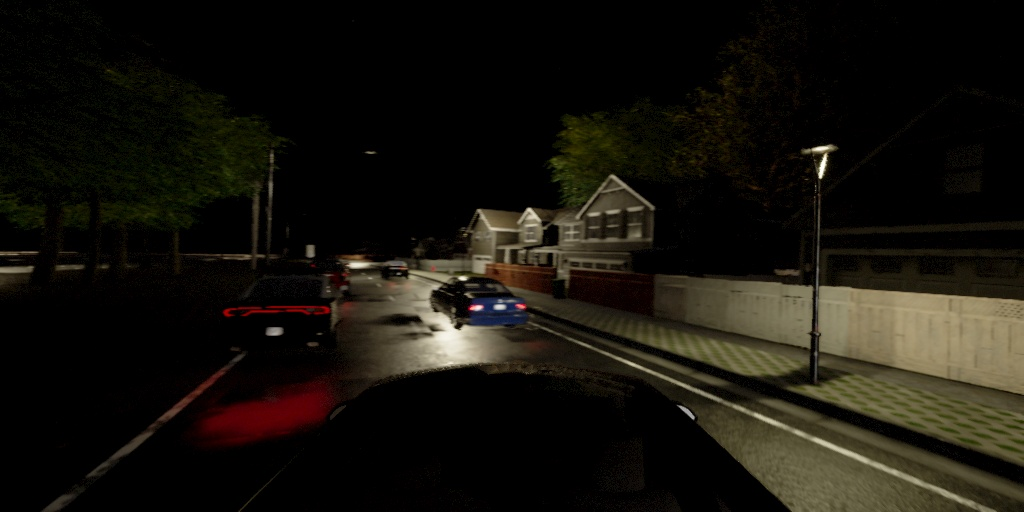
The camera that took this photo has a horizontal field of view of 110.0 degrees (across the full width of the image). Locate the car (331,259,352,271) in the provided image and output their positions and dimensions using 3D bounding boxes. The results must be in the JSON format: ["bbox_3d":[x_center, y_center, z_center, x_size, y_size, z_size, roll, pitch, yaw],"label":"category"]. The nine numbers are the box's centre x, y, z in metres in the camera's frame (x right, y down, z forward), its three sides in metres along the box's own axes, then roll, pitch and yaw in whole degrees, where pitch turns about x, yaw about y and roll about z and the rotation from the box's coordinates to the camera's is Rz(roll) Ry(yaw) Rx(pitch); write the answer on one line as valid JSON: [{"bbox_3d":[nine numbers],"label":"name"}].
[{"bbox_3d":[-20.072,1.033,42.145,1.895,1.301,4.718,2,0,-28],"label":"car"}]

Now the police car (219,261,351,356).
[{"bbox_3d":[-5.088,1.083,8.573,1.930,1.638,5.238,2,-1,-23],"label":"police car"}]

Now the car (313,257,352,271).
[{"bbox_3d":[-9.054,0.960,17.621,2.097,1.767,4.553,2,0,-24],"label":"car"}]

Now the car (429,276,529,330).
[{"bbox_3d":[-1.300,1.344,11.463,2.033,1.411,5.357,2,-1,-23],"label":"car"}]

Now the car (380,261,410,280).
[{"bbox_3d":[-9.846,1.157,30.052,2.128,1.511,4.902,2,0,-26],"label":"car"}]

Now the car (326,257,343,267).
[{"bbox_3d":[-26.936,0.854,54.321,1.994,1.385,4.181,2,0,-31],"label":"car"}]
